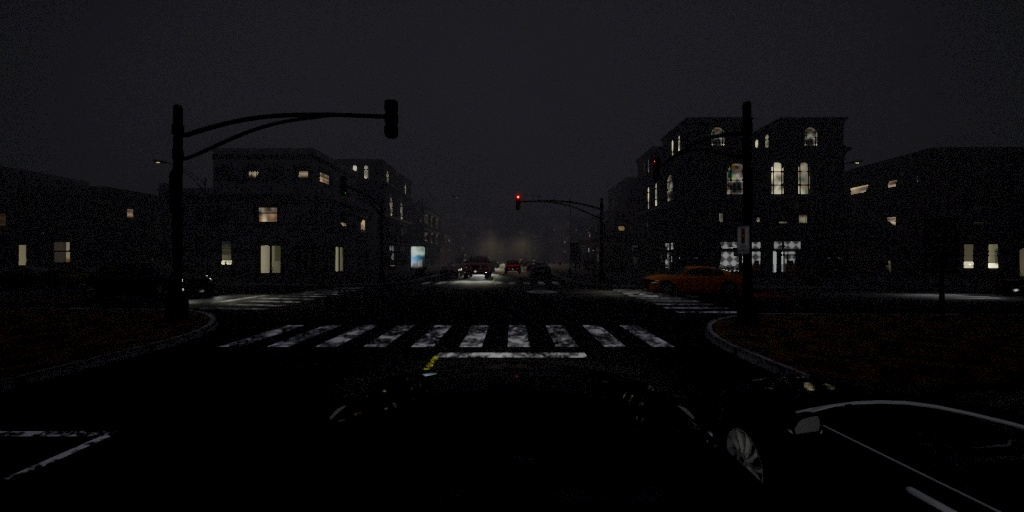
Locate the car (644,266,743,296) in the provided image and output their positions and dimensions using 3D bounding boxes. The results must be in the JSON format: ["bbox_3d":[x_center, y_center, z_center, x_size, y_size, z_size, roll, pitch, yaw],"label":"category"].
[{"bbox_3d":[9.756,1.289,19.406,5.008,1.535,1.882,0,0,5],"label":"car"}]

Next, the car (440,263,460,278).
[{"bbox_3d":[-5.696,1.335,33.995,1.802,1.307,4.207,0,0,0],"label":"car"}]

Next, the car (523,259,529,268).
[{"bbox_3d":[2.682,1.336,45.026,1.802,1.307,4.207,0,0,0],"label":"car"}]

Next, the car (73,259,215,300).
[{"bbox_3d":[-16.485,1.029,16.481,4.553,1.767,2.097,0,0,0],"label":"car"}]

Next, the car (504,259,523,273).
[{"bbox_3d":[0.091,1.259,44.200,1.837,1.490,4.892,0,0,0],"label":"car"}]

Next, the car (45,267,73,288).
[{"bbox_3d":[-25.458,1.195,22.373,4.829,1.417,1.751,0,0,1],"label":"car"}]

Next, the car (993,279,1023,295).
[{"bbox_3d":[28.907,1.507,18.958,4.718,1.301,1.895,0,0,1],"label":"car"}]

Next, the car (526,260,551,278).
[{"bbox_3d":[2.684,1.318,33.984,1.948,1.339,4.313,0,0,0],"label":"car"}]

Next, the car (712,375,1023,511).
[{"bbox_3d":[2.691,1.300,1.594,2.007,1.370,4.403,0,0,0],"label":"car"}]

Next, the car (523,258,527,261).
[{"bbox_3d":[2.679,1.309,61.593,2.007,1.370,4.403,0,0,0],"label":"car"}]

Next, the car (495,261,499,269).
[{"bbox_3d":[-3.102,1.245,43.953,2.128,1.511,4.902,0,0,1],"label":"car"}]

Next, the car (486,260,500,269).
[{"bbox_3d":[-3.092,1.319,57.840,1.994,1.385,4.181,0,0,0],"label":"car"}]

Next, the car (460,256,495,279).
[{"bbox_3d":[-3.118,0.974,33.533,2.150,2.045,5.566,0,0,1],"label":"car"}]

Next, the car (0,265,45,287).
[{"bbox_3d":[-30.824,1.228,22.455,4.207,1.307,1.802,0,0,1],"label":"car"}]
